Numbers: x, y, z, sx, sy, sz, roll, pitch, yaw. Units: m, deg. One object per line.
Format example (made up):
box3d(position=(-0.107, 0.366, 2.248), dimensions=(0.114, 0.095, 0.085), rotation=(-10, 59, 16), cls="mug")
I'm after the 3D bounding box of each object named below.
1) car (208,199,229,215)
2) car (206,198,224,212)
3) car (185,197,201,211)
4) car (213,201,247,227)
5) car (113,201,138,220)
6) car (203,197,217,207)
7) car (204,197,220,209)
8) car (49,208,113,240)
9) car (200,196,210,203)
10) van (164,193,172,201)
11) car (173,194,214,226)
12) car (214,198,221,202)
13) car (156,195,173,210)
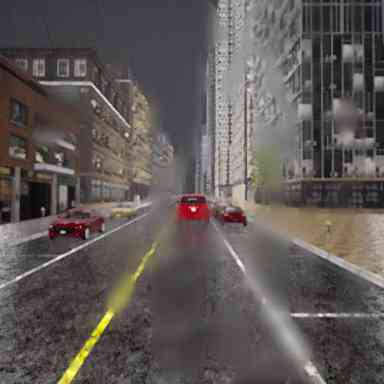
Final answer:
box3d(position=(2.669, 1.475, 34.031), dimensions=(1.752, 1.417, 4.829), rotation=(1, 0, 0), cls="car")
box3d(position=(2.668, 1.487, 39.559), dimensions=(1.887, 1.381, 4.507), rotation=(1, 0, 0), cls="car")
box3d(position=(0.096, 1.447, 41.223), dimensions=(1.837, 1.490, 4.892), rotation=(0, 1, 0), cls="car")
box3d(position=(2.669, 1.548, 22.464), dimensions=(1.802, 1.307, 4.206), rotation=(1, 0, 0), cls="car")
box3d(position=(-5.677, 1.484, 28.116), dimensions=(1.752, 1.417, 4.829), rotation=(1, 0, 0), cls="car")
box3d(position=(2.667, 1.474, 50.954), dimensions=(1.887, 1.381, 4.507), rotation=(1, 0, 0), cls="car")
box3d(position=(2.668, 1.486, 45.256), dimensions=(2.008, 1.369, 4.403), rotation=(1, 0, 0), cls="car")
box3d(position=(-5.676, 1.519, 16.890), dimensions=(1.887, 1.381, 4.507), rotation=(1, 0, 0), cls="car")
box3d(position=(2.666, 1.460, 68.048), dimensions=(1.887, 1.381, 4.507), rotation=(1, 0, 0), cls="car")
box3d(position=(-5.679, 1.250, 79.563), dimensions=(1.690, 1.788, 3.998), rotation=(1, 0, 0), cls="van")
box3d(position=(0.096, 1.185, 23.082), dimensions=(2.150, 2.045, 5.566), rotation=(0, 0, 0), cls="car")
box3d(position=(2.670, 1.503, 28.162), dimensions=(1.887, 1.381, 4.507), rotation=(1, 0, 0), cls="car")
box3d(position=(-3.096, 1.445, 40.965), dimensions=(1.837, 1.490, 4.892), rotation=(0, 0, 0), cls="car")
